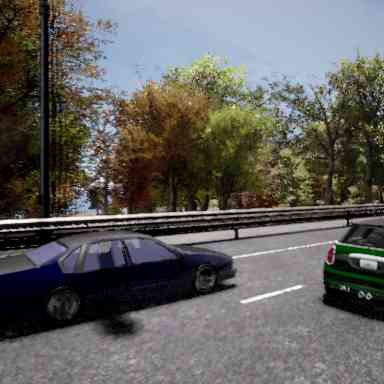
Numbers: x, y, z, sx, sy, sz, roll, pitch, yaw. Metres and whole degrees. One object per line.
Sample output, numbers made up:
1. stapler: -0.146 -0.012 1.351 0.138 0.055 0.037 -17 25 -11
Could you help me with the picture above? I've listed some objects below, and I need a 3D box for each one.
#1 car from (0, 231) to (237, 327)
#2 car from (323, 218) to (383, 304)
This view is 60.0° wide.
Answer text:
1. car: -1.559 1.549 7.003 5.357 1.411 2.033 0 0 -35
2. car: 4.952 1.342 7.328 4.553 1.767 2.097 0 0 -36
